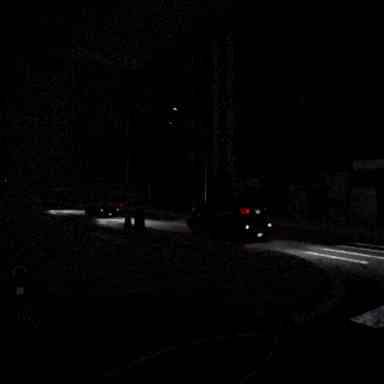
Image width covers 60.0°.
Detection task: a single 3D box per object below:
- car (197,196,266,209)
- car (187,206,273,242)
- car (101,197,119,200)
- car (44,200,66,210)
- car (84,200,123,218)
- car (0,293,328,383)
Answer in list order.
[{"bbox_3d":[2.225,1.246,21.257,2.150,2.045,5.566,0,0,-35],"label":"car"},{"bbox_3d":[1.781,1.626,16.787,1.895,1.301,4.718,0,0,-35],"label":"car"},{"bbox_3d":[-9.585,1.433,37.853,2.097,1.767,4.553,0,0,-35],"label":"car"},{"bbox_3d":[-19.037,1.749,46.226,1.895,1.301,4.718,0,0,-35],"label":"car"},{"bbox_3d":[-8.524,1.674,31.282,1.895,1.301,4.718,0,0,-35],"label":"car"},{"bbox_3d":[-0.852,1.566,2.205,4.313,1.339,1.947,0,0,-35],"label":"car"}]
